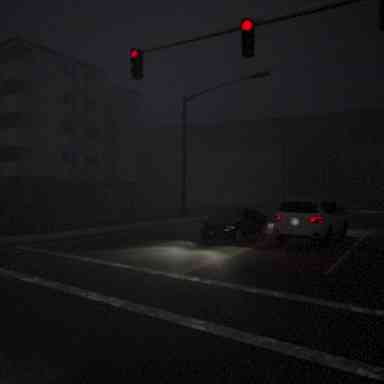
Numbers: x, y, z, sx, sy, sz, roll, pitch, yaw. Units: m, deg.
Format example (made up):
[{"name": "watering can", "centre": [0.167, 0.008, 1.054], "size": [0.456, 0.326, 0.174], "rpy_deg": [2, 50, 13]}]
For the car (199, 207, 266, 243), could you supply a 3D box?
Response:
[{"name": "car", "centre": [2.204, 1.531, 16.763], "size": [1.882, 1.535, 5.008], "rpy_deg": [0, 0, 33]}]

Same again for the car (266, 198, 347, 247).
[{"name": "car", "centre": [5.756, 1.290, 15.766], "size": [2.150, 2.045, 5.566], "rpy_deg": [0, 0, 35]}]

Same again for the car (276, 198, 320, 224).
[{"name": "car", "centre": [8.457, 1.433, 26.299], "size": [2.097, 1.767, 4.553], "rpy_deg": [0, 0, 33]}]

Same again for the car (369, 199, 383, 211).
[{"name": "car", "centre": [24.698, 1.655, 41.953], "size": [4.892, 1.490, 1.837], "rpy_deg": [1, 0, -20]}]
